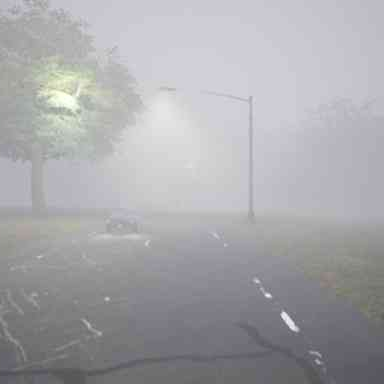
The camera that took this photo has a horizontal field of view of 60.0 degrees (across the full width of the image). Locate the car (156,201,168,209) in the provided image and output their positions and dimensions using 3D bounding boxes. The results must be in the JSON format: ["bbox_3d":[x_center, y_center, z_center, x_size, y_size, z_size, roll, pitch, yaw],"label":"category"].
[{"bbox_3d":[-5.976,2.670,69.125,1.837,1.490,4.892,0,-2,-9],"label":"car"}]

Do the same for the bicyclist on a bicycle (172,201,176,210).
[{"bbox_3d":[-3.107,2.313,56.821,0.582,1.620,1.656,0,-2,-8],"label":"bicyclist on a bicycle"}]

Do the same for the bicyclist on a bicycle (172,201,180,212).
[{"bbox_3d":[-2.077,2.116,48.885,0.866,1.612,1.509,0,-2,-7],"label":"bicyclist on a bicycle"}]

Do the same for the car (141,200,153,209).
[{"bbox_3d":[-8.570,2.355,63.097,2.097,1.767,4.553,0,-1,-8],"label":"car"}]

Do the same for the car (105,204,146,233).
[{"bbox_3d":[-4.227,1.696,21.239,1.812,1.442,4.674,0,-1,-3],"label":"car"}]
